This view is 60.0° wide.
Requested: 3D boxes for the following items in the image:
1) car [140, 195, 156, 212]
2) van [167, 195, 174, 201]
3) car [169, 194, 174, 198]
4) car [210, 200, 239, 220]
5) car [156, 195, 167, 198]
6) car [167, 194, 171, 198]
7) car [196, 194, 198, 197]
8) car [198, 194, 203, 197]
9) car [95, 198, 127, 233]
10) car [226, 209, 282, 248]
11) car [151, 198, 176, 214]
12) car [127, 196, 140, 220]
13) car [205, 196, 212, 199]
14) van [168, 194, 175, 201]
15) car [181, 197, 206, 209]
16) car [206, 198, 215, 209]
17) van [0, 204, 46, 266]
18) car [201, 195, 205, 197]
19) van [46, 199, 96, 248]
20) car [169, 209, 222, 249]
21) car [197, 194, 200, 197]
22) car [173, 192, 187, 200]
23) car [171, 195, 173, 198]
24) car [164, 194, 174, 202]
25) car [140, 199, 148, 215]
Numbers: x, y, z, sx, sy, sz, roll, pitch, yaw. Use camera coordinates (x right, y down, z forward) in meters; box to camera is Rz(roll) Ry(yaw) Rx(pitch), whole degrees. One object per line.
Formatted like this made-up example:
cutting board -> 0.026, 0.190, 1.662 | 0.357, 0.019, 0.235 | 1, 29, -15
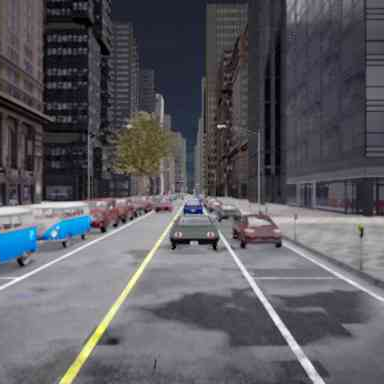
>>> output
car -> -5.756, 1.405, 37.367 | 2.192, 1.841, 5.009 | 0, 0, 0
van -> -5.746, 1.578, 88.464 | 1.690, 1.788, 3.998 | 0, 0, 0
car -> -5.748, 1.785, 77.108 | 1.802, 1.307, 4.206 | 0, 0, 0
car -> 2.767, 1.613, 26.017 | 2.008, 1.369, 4.403 | 0, 0, 0
car -> -5.753, 1.451, 54.399 | 2.192, 1.841, 5.009 | 0, 0, 0
car -> -5.750, 1.693, 65.583 | 1.752, 1.417, 4.829 | 0, 0, 0
car -> 2.779, 1.788, 88.471 | 2.008, 1.369, 4.403 | 0, 0, 0
car -> 2.776, 1.737, 71.437 | 2.008, 1.369, 4.403 | 0, 0, 0
car -> -5.759, 1.363, 20.335 | 2.192, 1.841, 5.009 | 0, 0, 0
car -> 2.765, 1.617, 14.662 | 1.802, 1.307, 4.206 | 0, 0, 0
car -> -3.090, 1.690, 37.097 | 1.895, 1.301, 4.718 | 0, 0, 0
car -> -5.758, 1.377, 26.013 | 2.192, 1.841, 5.009 | 0, 0, 0
car -> 2.770, 1.631, 43.220 | 1.752, 1.417, 4.829 | 0, 0, 0
van -> -5.745, 1.596, 94.141 | 1.690, 1.788, 3.998 | 0, 0, 0
car -> 0.102, 1.557, 32.935 | 1.882, 1.535, 5.008 | 0, 0, 0
car -> 2.769, 1.672, 37.372 | 1.802, 1.307, 4.206 | 0, 0, 0
van -> -5.761, 1.362, 8.980 | 1.690, 1.788, 3.998 | 0, 0, 0
car -> 2.772, 1.576, 54.405 | 1.967, 1.590, 4.097 | 0, 0, 0
van -> -5.760, 1.376, 14.657 | 1.690, 1.788, 3.998 | 0, 0, 0
car -> 0.096, 1.636, 14.697 | 1.895, 1.301, 4.718 | 0, 0, 0
car -> 2.777, 1.643, 77.115 | 1.967, 1.590, 4.097 | 0, 0, 0
car -> -2.984, 1.114, 77.760 | 2.150, 2.045, 5.566 | 0, 0, 0
car -> -5.749, 1.768, 71.431 | 1.802, 1.307, 4.206 | 0, 0, 0
car -> -5.747, 1.535, 82.786 | 2.192, 1.841, 5.009 | 0, 0, 0
car -> -5.757, 1.642, 31.689 | 1.947, 1.339, 4.313 | 0, 0, 0
